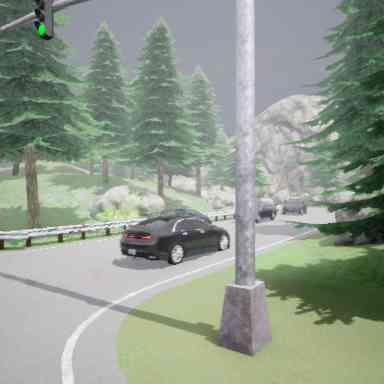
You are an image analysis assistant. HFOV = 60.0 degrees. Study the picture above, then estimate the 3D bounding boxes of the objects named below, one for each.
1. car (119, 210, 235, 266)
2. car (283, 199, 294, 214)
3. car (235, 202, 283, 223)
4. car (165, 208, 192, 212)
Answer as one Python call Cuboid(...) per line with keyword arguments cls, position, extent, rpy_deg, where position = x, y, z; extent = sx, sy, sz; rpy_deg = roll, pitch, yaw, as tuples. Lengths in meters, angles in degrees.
Cuboid(cls="car", position=(-0.385, 1.588, 11.884), extent=(1.837, 1.490, 4.892), rpy_deg=(0, -1, 35))
Cuboid(cls="car", position=(10.644, 1.520, 34.273), extent=(1.837, 1.490, 4.892), rpy_deg=(0, 0, 28))
Cuboid(cls="car", position=(4.981, 1.506, 25.768), extent=(2.128, 1.511, 4.902), rpy_deg=(0, 0, 35))
Cuboid(cls="car", position=(-0.740, 1.579, 17.633), extent=(1.994, 1.385, 4.181), rpy_deg=(0, 0, 35))
